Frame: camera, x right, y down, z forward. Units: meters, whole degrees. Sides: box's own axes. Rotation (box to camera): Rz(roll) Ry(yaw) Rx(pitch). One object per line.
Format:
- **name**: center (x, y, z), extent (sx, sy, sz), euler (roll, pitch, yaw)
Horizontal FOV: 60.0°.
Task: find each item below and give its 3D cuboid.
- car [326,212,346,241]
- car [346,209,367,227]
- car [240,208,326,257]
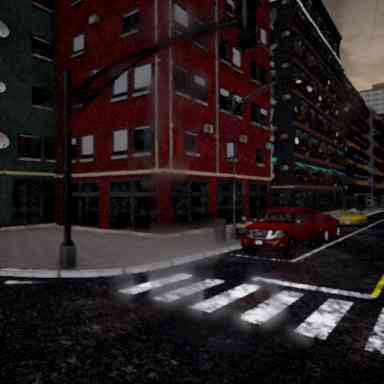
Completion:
- **car**: center (7.283, 1.972, 19.324), extent (1.887, 1.381, 4.507), euler (-2, -2, 35)
- **car**: center (13.782, 2.155, 28.473), extent (1.752, 1.417, 4.829), euler (-2, -2, 35)
- **car**: center (3.983, 1.639, 14.688), extent (2.192, 1.841, 5.009), euler (-2, -2, 35)
